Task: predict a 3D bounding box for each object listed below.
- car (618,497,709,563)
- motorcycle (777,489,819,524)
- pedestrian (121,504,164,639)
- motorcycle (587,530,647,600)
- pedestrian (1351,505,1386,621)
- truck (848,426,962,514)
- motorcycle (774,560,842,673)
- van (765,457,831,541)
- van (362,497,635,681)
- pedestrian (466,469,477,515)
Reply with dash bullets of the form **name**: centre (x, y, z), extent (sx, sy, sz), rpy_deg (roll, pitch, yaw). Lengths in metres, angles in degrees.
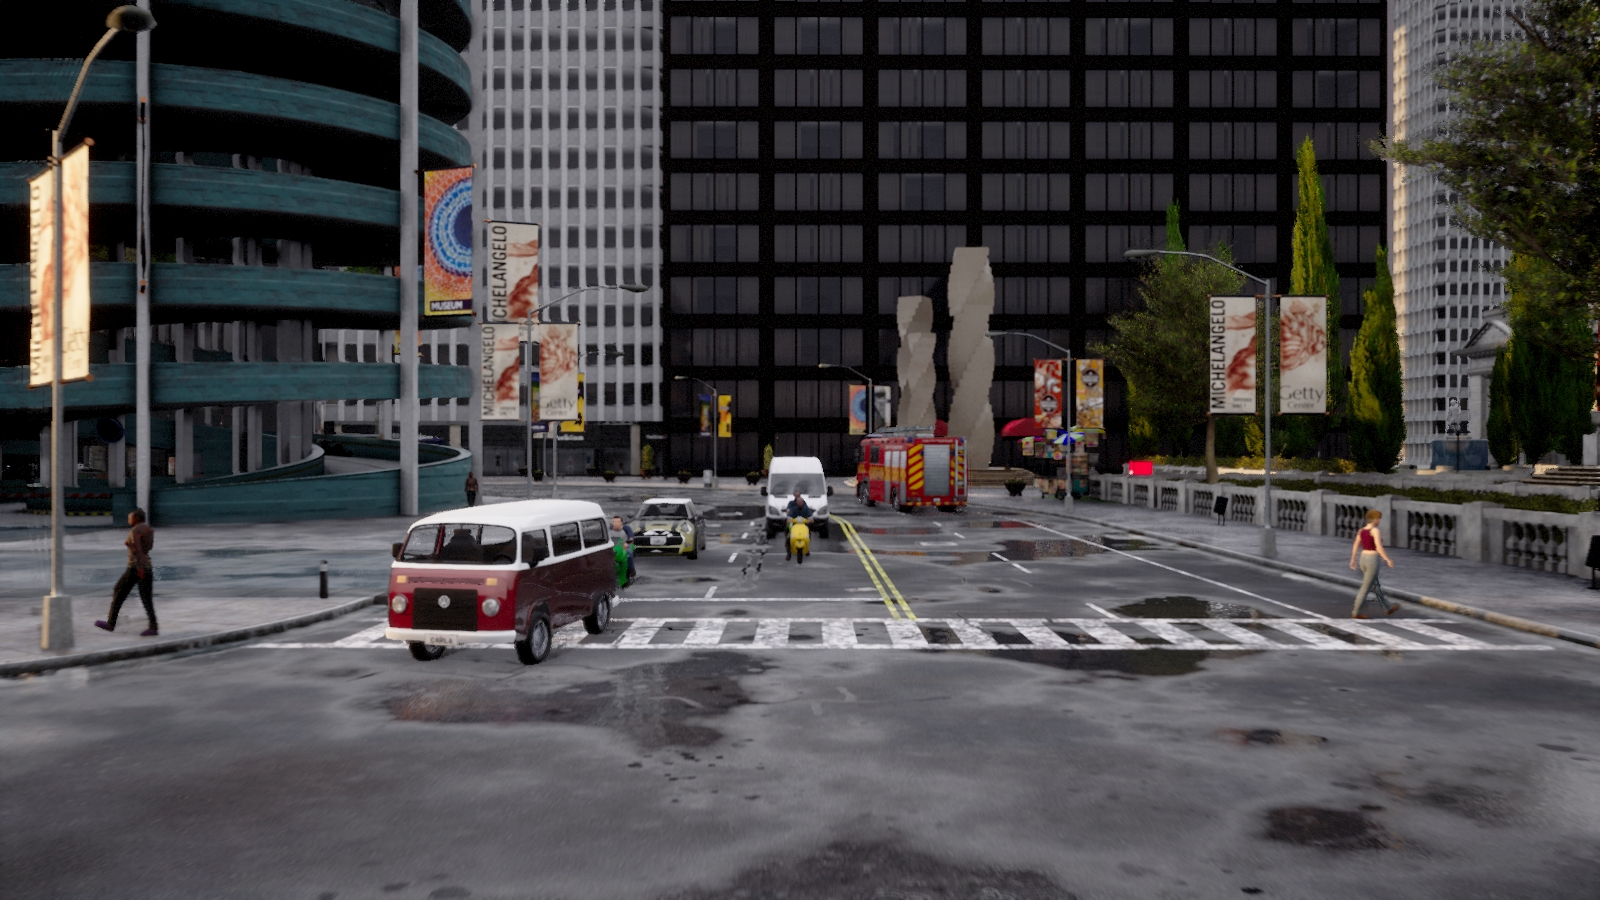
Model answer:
- **car**: centre (-3.545, 2.060, 30.262), extent (1.970, 1.475, 3.806), rpy_deg (0, 0, 0)
- **motorcycle**: centre (-0.095, 2.198, 45.156), extent (0.867, 1.251, 2.209), rpy_deg (-1, 0, -23)
- **pedestrian**: centre (-9.236, 1.695, 16.055), extent (0.375, 1.860, 0.375), rpy_deg (0, 0, 7)
- **motorcycle**: centre (-3.551, 2.209, 22.318), extent (0.803, 1.145, 2.033), rpy_deg (-1, 0, 1)
- **pedestrian**: centre (9.336, 1.846, 18.770), extent (0.375, 1.860, 0.375), rpy_deg (0, 0, -9)
- **truck**: centre (4.778, 0.883, 54.006), extent (2.891, 3.827, 8.468), rpy_deg (0, 0, -12)
- **motorcycle**: centre (0.101, 2.180, 15.261), extent (0.856, 1.236, 1.805), rpy_deg (0, 0, 0)
- **van**: centre (-0.157, 1.529, 38.214), extent (1.988, 2.561, 5.915), rpy_deg (0, 0, -2)
- **van**: centre (-4.034, 1.783, 16.205), extent (2.069, 2.038, 4.480), rpy_deg (0, 0, 9)
- **pedestrian**: centre (-13.343, 1.690, 46.399), extent (0.375, 1.860, 0.375), rpy_deg (0, 0, -9)
